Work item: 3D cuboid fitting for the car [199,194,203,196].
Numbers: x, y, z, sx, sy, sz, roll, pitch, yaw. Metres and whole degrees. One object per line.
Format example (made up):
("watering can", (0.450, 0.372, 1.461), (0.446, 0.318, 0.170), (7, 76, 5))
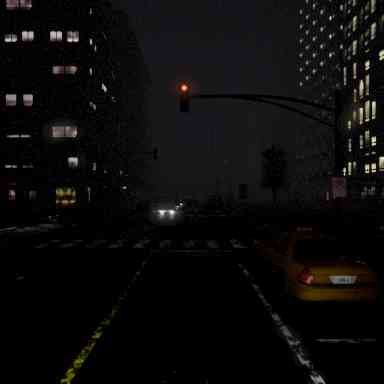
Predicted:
("car", (2.737, 1.361, 62.581), (2.192, 1.841, 5.009), (0, 0, 0))

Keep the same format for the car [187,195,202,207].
("car", (0.146, 1.632, 52.916), (1.895, 1.301, 4.718), (0, 0, 0))

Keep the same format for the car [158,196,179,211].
("car", (-3.066, 1.582, 41.783), (1.994, 1.385, 4.181), (0, 0, 0))

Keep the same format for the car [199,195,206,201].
("car", (2.761, 1.624, 90.385), (1.752, 1.417, 4.829), (0, 0, 0))

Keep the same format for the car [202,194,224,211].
("car", (2.720, 1.332, 40.475), (2.192, 1.841, 5.009), (0, 0, 0))

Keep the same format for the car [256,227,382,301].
("car", (2.694, 1.526, 8.232), (1.752, 1.417, 4.829), (0, 0, 0))

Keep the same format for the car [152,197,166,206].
("car", (-5.646, 1.588, 57.062), (2.008, 1.369, 4.403), (0, 0, 0))

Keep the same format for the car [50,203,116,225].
("car", (-8.360, 1.615, 25.732), (4.892, 1.490, 1.837), (-1, 3, -32))

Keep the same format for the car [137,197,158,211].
("car", (-5.659, 1.567, 40.482), (2.008, 1.369, 4.403), (0, 0, 0))

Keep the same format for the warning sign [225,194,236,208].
("warning sign", (5.109, 1.135, 43.730), (1.300, 1.860, 1.060), (0, 0, 0))

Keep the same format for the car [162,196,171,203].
("car", (-5.633, 1.648, 73.642), (1.802, 1.307, 4.206), (0, 0, 0))

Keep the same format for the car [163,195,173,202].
("car", (-5.629, 1.516, 79.168), (1.967, 1.590, 4.097), (0, 0, 0))

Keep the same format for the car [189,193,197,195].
("car", (0.066, 1.301, 78.879), (2.150, 2.045, 5.566), (0, 0, 0))

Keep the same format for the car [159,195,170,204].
("car", (-5.638, 1.496, 68.115), (1.967, 1.590, 4.097), (0, 0, 0))

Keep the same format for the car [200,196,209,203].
("car", (2.747, 1.611, 73.635), (1.887, 1.381, 4.507), (0, 0, 0))

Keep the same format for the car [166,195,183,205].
("car", (-3.042, 1.583, 56.029), (2.033, 1.411, 5.357), (0, 0, 0))

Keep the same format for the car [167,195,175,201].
("car", (-5.619, 1.624, 90.052), (1.752, 1.417, 4.829), (0, 0, 0))

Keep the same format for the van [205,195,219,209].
("van", (2.724, 1.363, 46.001), (1.690, 1.788, 3.998), (0, 0, 0))

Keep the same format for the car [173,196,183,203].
("car", (-2.943, 1.568, 69.288), (1.812, 1.442, 4.674), (0, 0, 0))

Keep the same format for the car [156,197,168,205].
("car", (-5.642, 1.591, 62.587), (1.887, 1.381, 4.507), (0, 0, 0))
